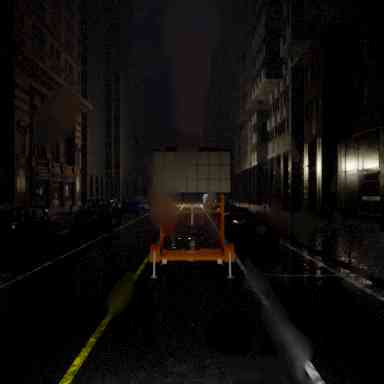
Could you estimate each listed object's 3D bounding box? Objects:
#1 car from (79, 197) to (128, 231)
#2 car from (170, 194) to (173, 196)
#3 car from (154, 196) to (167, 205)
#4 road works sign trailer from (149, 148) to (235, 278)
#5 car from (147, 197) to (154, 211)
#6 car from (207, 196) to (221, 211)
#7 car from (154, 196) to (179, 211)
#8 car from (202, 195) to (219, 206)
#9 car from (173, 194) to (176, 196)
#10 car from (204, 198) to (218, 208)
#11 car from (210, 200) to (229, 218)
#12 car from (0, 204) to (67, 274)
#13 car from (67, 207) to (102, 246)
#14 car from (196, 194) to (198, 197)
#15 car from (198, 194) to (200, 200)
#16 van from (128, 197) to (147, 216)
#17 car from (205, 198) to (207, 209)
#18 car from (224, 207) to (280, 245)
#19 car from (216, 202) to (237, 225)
[{"bbox_3d":[-5.746,1.314,20.849,2.192,1.841,5.009,0,0,0],"label":"car"},{"bbox_3d":[-5.714,1.588,71.264,1.947,1.339,4.313,0,0,0],"label":"car"},{"bbox_3d":[-5.721,1.455,60.061,1.967,1.590,4.097,0,0,0],"label":"car"},{"bbox_3d":[0.006,0.463,10.107,2.380,3.560,2.880,0,0,0],"label":"road works sign trailer"},{"bbox_3d":[-5.736,1.529,37.484,1.752,1.417,4.829,0,0,0],"label":"car"},{"bbox_3d":[2.786,1.442,32.061,1.967,1.590,4.097,0,0,0],"label":"car"},{"bbox_3d":[-3.066,1.552,40.984,2.033,1.411,5.357,0,0,0],"label":"car"},{"bbox_3d":[2.793,1.321,43.265,2.192,1.841,5.009,0,0,0],"label":"car"},{"bbox_3d":[-5.707,1.581,82.468,2.008,1.369,4.403,0,0,0],"label":"car"},{"bbox_3d":[2.796,1.591,48.867,1.802,1.307,4.206,0,0,0],"label":"car"},{"bbox_3d":[2.782,1.551,26.458,2.008,1.369,4.403,0,0,0],"label":"car"},{"bbox_3d":[-5.754,1.314,9.646,2.192,1.841,5.009,0,0,0],"label":"car"},{"bbox_3d":[-5.751,1.580,15.247,1.802,1.307,4.206,0,0,0],"label":"car"},{"bbox_3d":[2.826,1.585,93.683,1.887,1.381,4.507,0,0,0],"label":"car"},{"bbox_3d":[2.811,1.605,71.275,1.802,1.307,4.206,0,0,0],"label":"car"},{"bbox_3d":[-5.739,1.342,32.052,1.690,1.788,3.998,0,0,0],"label":"van"},{"bbox_3d":[2.789,1.586,37.662,1.802,1.307,4.206,0,0,0],"label":"car"},{"bbox_3d":[2.774,1.564,15.255,1.947,1.339,4.313,0,0,0],"label":"car"},{"bbox_3d":[2.778,1.565,20.856,1.947,1.339,4.313,0,0,0],"label":"car"}]
